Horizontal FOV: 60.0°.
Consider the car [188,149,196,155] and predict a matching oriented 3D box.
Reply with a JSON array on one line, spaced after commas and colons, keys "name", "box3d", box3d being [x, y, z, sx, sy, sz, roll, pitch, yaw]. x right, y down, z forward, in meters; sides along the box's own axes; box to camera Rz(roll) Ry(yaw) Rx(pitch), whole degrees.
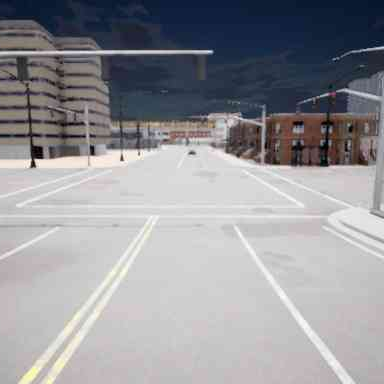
[{"name": "car", "box3d": [0.008, -9.467, 79.430, 1.895, 1.301, 4.718, 0, 9, 0]}]

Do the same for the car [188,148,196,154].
[{"name": "car", "box3d": [0.009, -11.062, 89.796, 1.895, 1.301, 4.718, 0, 9, 0]}]
